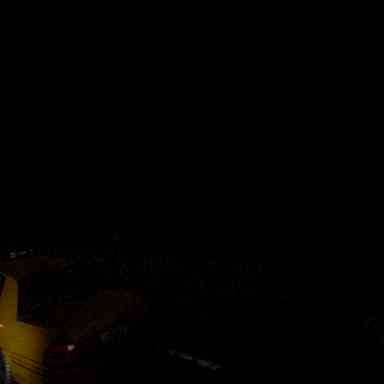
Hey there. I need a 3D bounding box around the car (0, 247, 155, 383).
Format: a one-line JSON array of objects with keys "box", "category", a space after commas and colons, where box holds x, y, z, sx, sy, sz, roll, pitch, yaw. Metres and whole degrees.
[{"box": [-2.697, 1.524, 5.012, 4.829, 1.417, 1.752, 0, 1, 35], "category": "car"}]

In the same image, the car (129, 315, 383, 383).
[{"box": [1.990, 1.551, 1.672, 4.403, 1.369, 2.008, 0, 1, 35], "category": "car"}]
